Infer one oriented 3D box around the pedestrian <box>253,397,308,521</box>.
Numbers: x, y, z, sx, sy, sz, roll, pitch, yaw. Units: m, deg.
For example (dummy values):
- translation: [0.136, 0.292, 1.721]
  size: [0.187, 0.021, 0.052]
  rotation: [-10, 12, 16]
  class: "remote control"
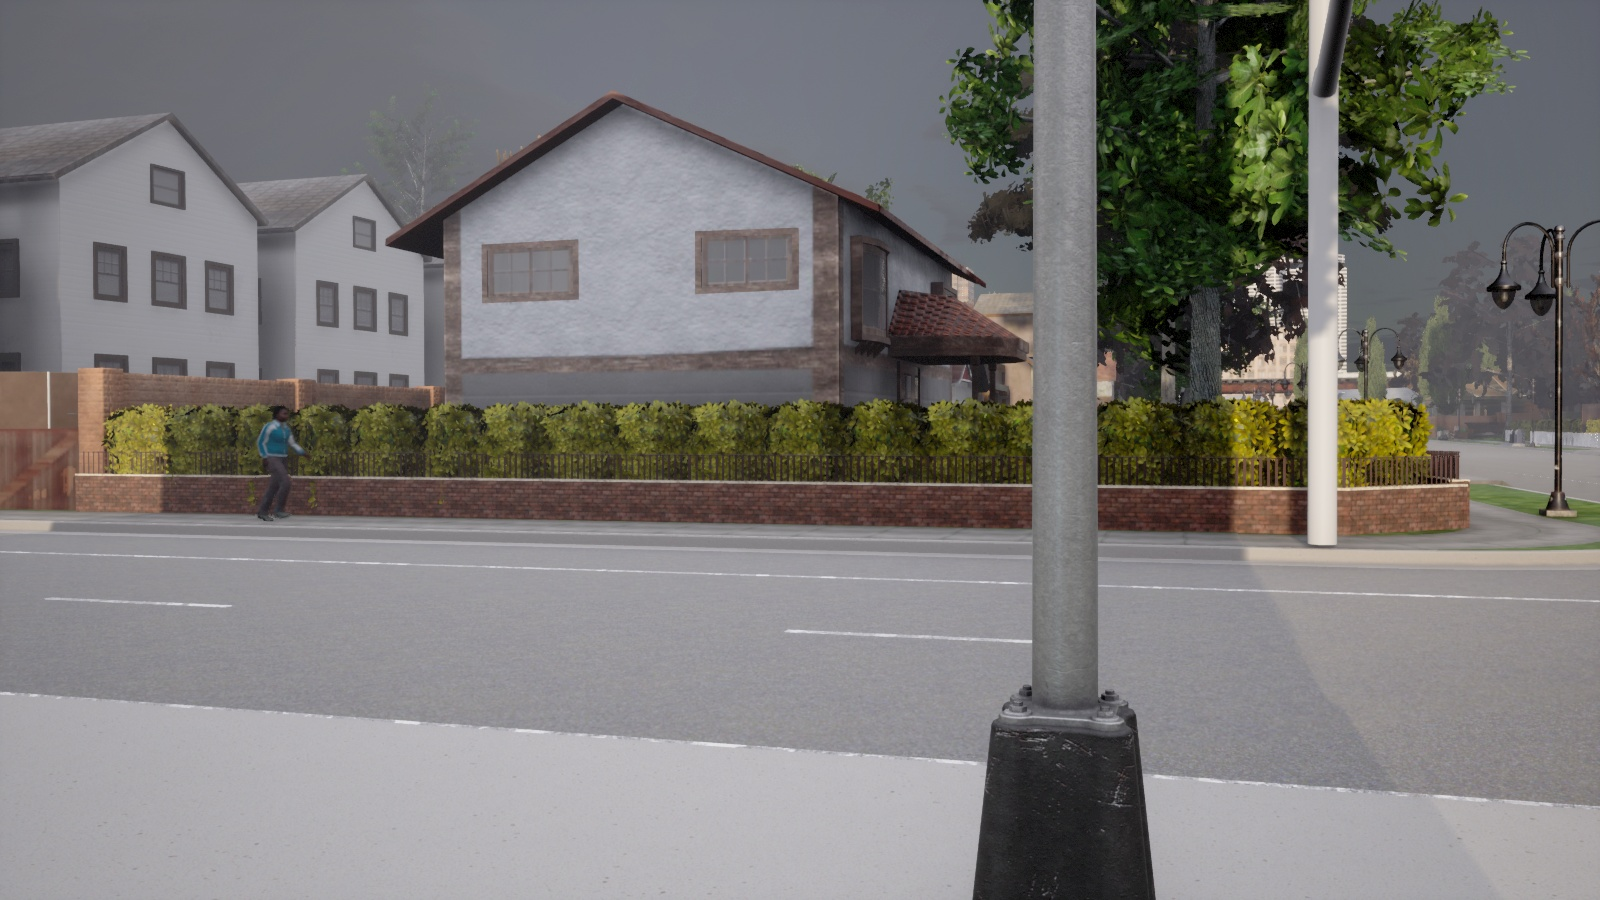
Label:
- translation: [-8.177, 0.134, 19.779]
  size: [0.692, 1.930, 0.396]
  rotation: [0, 1, 16]
  class: "pedestrian"
